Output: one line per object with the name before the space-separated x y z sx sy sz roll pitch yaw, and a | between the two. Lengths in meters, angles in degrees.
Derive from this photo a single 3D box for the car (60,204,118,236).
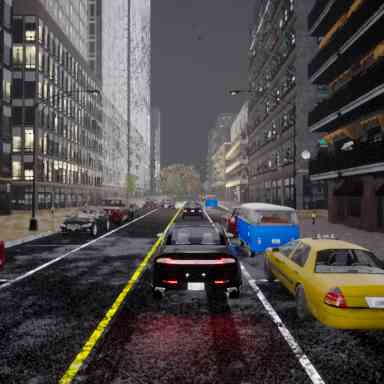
car | -5.697 1.556 18.143 2.008 1.369 4.403 1 0 0

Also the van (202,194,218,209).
van | 2.659 1.356 46.445 1.690 1.788 3.998 1 0 0

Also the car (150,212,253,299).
car | 0.087 1.494 8.440 2.128 1.511 4.902 0 0 0

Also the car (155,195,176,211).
car | -3.050 1.506 41.954 2.128 1.511 4.902 0 0 0

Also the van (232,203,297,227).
van | 2.692 1.345 12.501 1.690 1.788 3.998 1 0 0

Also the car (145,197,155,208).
car | -5.723 1.455 46.430 1.967 1.590 4.097 1 0 0

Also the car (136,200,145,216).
car | -5.708 1.575 29.457 1.947 1.339 4.313 1 0 0

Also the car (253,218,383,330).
car | 2.695 1.527 7.014 1.752 1.417 4.829 1 0 0

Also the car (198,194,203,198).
car | 2.633 1.574 69.073 2.008 1.369 4.403 1 0 0

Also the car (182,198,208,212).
car | 0.067 1.557 28.956 2.033 1.411 5.357 0 0 0

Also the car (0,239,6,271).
car | -5.685 1.547 6.829 1.887 1.381 4.507 1 0 0

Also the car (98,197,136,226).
car | -5.699 1.322 23.800 2.192 1.841 5.009 1 0 0

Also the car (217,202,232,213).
car | 2.685 1.446 18.158 1.967 1.590 4.097 1 0 0

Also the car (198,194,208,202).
car | 2.625 1.343 80.389 2.192 1.841 5.009 1 0 0
